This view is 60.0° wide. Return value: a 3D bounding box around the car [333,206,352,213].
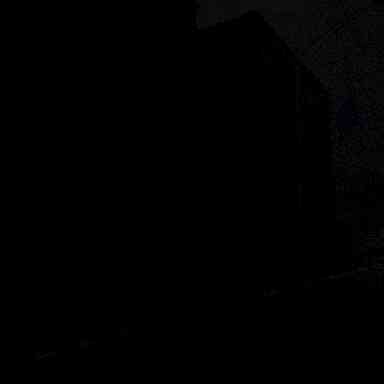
[{"bbox_3d":[29.438,3.448,65.283,1.837,1.490,4.892,-2,-3,-10],"label":"car"}]
